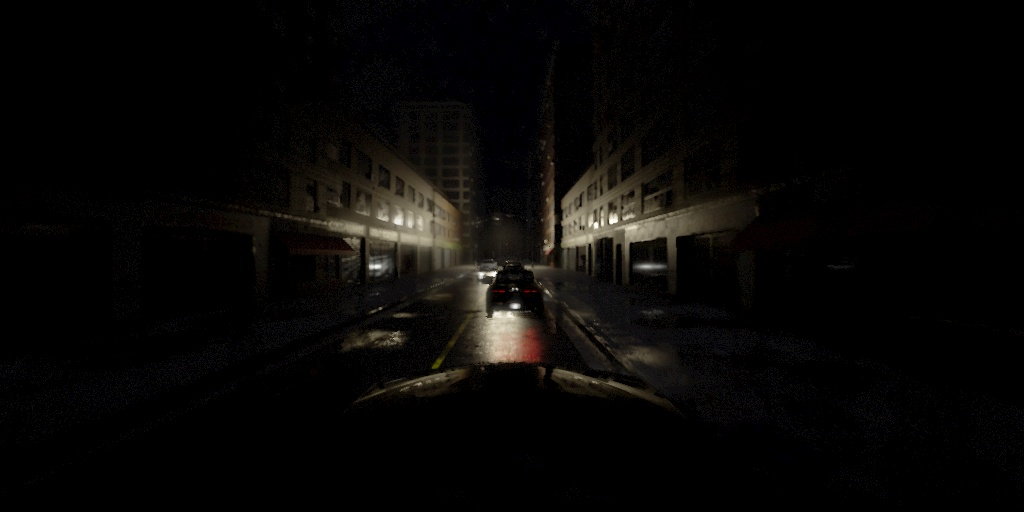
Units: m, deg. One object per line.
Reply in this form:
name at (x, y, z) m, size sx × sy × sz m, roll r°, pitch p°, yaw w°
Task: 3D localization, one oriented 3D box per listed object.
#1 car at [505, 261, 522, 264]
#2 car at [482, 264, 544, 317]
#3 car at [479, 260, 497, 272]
car at (0.111, 1.152, 31.129) m, size 2.128 × 1.511 × 4.902 m, roll 0°, pitch 0°, yaw 0°
car at (0.105, 1.219, 13.055) m, size 1.837 × 1.490 × 4.892 m, roll 0°, pitch 0°, yaw 0°
car at (-2.767, 1.158, 42.631) m, size 1.812 × 1.442 × 4.674 m, roll 0°, pitch 0°, yaw 1°
